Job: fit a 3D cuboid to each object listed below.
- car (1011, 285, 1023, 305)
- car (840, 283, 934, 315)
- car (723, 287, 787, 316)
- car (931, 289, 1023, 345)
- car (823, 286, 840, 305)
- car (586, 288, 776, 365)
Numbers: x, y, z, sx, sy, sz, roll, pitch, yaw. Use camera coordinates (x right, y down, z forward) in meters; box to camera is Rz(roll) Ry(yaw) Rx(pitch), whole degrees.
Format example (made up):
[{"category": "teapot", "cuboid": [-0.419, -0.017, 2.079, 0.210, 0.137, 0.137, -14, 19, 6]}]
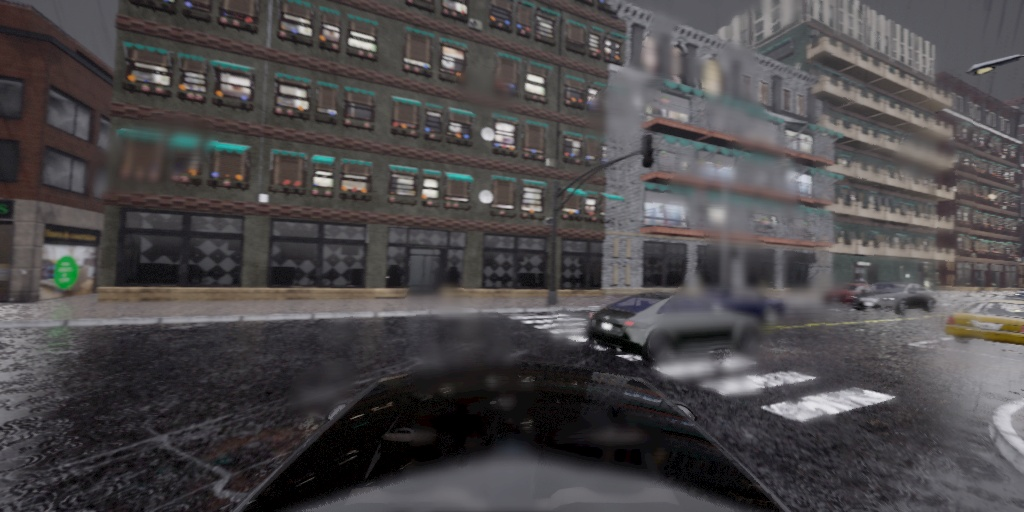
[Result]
[{"category": "car", "cuboid": [40.031, 2.936, 26.972, 4.674, 1.442, 1.812, 2, -2, -22]}, {"category": "car", "cuboid": [19.915, 2.178, 18.678, 4.902, 1.511, 2.128, 2, -2, -23]}, {"category": "car", "cuboid": [8.107, 1.870, 13.755, 4.718, 1.301, 1.895, 2, -2, -23]}, {"category": "car", "cuboid": [14.197, 1.808, 10.005, 4.829, 1.417, 1.751, 0, 0, -23]}, {"category": "car", "cuboid": [21.049, 2.364, 21.939, 4.507, 1.381, 1.888, 0, 0, -23]}, {"category": "car", "cuboid": [3.910, 1.579, 8.648, 4.181, 1.385, 1.994, 2, -2, -23]}]
